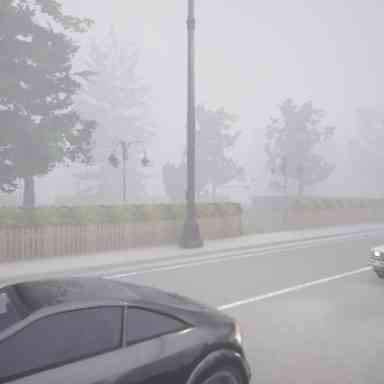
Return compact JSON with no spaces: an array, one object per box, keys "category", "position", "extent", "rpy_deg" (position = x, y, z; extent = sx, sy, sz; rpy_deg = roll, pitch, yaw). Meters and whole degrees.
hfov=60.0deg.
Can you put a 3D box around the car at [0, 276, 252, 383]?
[{"category":"car","position":[-1.449,1.570,2.953],"extent":[4.181,1.385,1.994],"rpy_deg":[0,0,-36]}]

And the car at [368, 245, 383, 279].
[{"category":"car","position":[6.718,1.611,8.885],"extent":[4.718,1.301,1.895],"rpy_deg":[0,0,-36]}]
